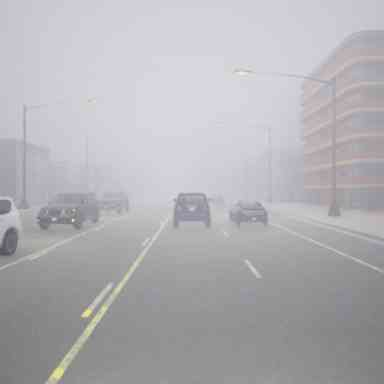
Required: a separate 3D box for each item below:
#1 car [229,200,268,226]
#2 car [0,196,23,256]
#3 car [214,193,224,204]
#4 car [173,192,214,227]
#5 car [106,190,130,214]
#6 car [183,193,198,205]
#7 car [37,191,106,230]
[{"bbox_3d":[3.486,1.262,21.099,2.128,1.511,4.902,0,1,0],"label":"car"},{"bbox_3d":[-7.143,1.157,9.709,2.150,2.045,5.566,0,1,0],"label":"car"},{"bbox_3d":[3.299,0.878,45.320,2.128,1.511,4.902,0,1,0],"label":"car"},{"bbox_3d":[-0.013,0.999,20.965,2.150,2.045,5.566,0,1,0],"label":"car"},{"bbox_3d":[-7.180,0.855,30.549,2.150,2.045,5.566,0,1,0],"label":"car"},{"bbox_3d":[-0.201,0.903,44.845,1.837,1.490,4.892,0,1,0],"label":"car"},{"bbox_3d":[-7.193,1.022,20.096,2.150,2.045,5.566,0,1,0],"label":"car"}]
